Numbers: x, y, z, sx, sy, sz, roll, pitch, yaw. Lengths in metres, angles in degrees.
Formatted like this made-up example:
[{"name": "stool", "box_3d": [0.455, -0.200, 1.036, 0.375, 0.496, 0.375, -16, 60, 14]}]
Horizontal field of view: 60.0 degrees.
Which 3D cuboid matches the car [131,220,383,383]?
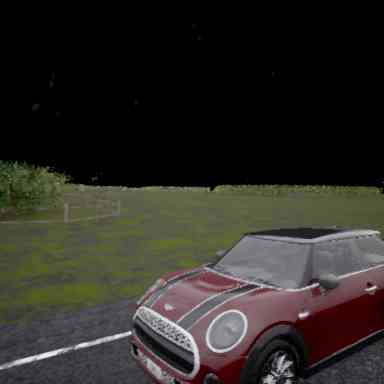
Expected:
[{"name": "car", "box_3d": [1.409, 1.371, 4.999, 4.553, 1.767, 2.097, 0, 0, -36]}]
